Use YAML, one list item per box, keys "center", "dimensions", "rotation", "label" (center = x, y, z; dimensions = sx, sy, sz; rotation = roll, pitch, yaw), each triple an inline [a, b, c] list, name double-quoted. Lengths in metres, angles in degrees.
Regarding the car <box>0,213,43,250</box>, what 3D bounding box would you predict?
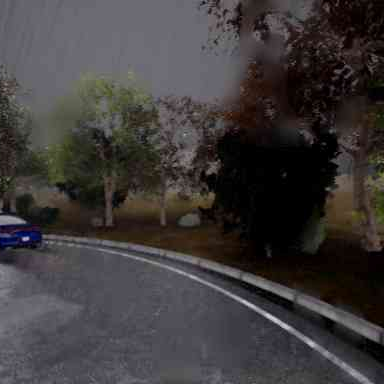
- center: [-8.328, 1.638, 13.816]
  dimensions: [5.008, 1.535, 1.882]
  rotation: [-1, -1, 32]
  label: "car"
